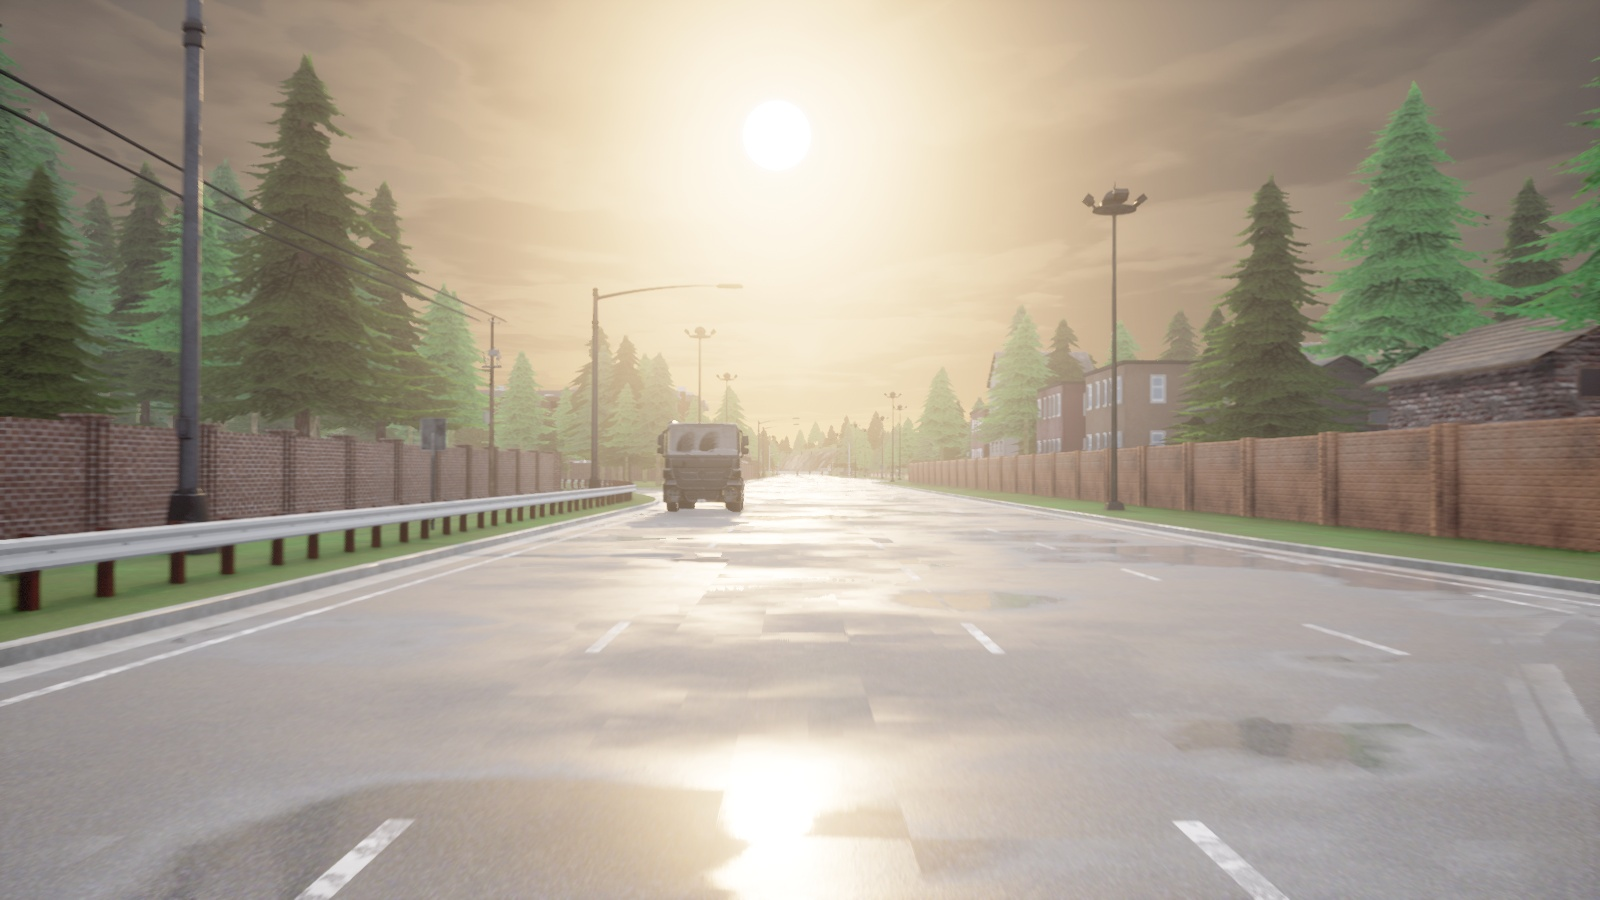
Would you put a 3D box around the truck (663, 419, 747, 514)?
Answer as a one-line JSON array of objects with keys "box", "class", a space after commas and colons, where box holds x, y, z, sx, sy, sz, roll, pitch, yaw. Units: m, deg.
[{"box": [-3.633, 0.677, 49.734, 2.891, 3.462, 7.936, 0, -1, -1], "class": "truck"}]
